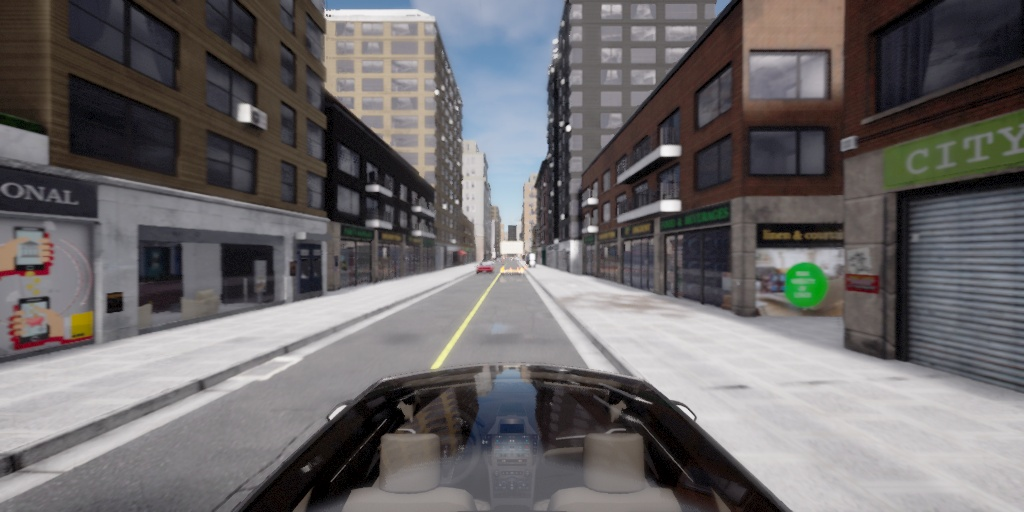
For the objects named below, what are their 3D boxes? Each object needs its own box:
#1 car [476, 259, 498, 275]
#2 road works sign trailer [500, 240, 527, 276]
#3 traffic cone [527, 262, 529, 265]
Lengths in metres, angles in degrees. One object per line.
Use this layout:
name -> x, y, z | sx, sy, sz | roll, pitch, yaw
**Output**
car -> -2.831, 1.328, 39.194 | 1.895, 1.301, 4.718 | 0, 0, 0
road works sign trailer -> 0.009, 0.193, 36.240 | 2.380, 3.560, 2.880 | 0, 0, 0
traffic cone -> 1.882, 1.511, 49.240 | 0.340, 0.580, 0.340 | 0, 0, 2
